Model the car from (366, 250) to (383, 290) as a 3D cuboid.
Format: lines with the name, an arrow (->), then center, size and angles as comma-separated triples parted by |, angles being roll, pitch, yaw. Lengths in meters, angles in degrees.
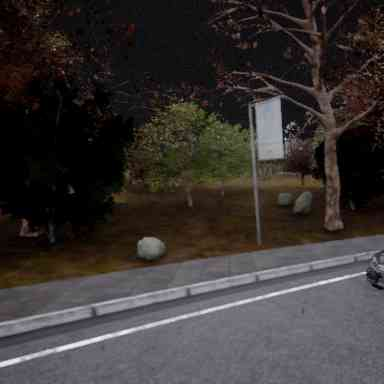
car -> 5.977, 1.430, 7.478 | 4.674, 1.442, 1.812 | -1, 1, -30
